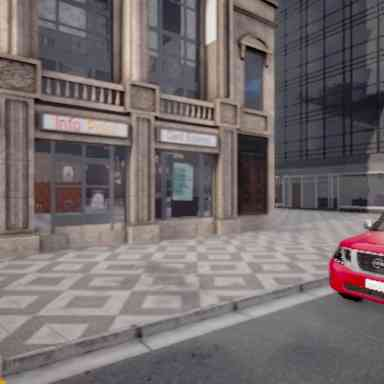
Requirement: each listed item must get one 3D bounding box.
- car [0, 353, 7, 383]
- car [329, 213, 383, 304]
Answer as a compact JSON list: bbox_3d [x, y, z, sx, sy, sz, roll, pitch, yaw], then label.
[{"bbox_3d":[-3.348,1.487,0.986,5.008,1.535,1.882,0,0,-35],"label":"car"},{"bbox_3d":[5.292,1.187,7.118,5.566,2.045,2.150,0,0,-35],"label":"car"}]
